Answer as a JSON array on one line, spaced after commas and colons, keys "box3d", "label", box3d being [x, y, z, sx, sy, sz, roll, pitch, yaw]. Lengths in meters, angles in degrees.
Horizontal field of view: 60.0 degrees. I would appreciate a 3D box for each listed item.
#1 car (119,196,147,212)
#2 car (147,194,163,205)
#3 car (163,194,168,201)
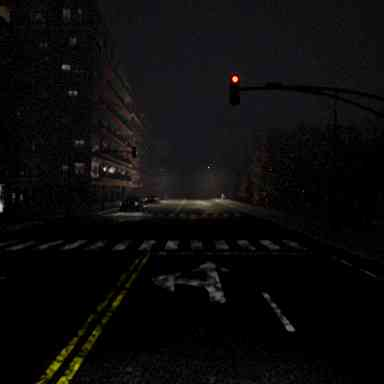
[{"box3d": [-6.616, 1.236, 36.621, 2.097, 1.767, 4.553, 0, 0, 0], "label": "car"}, {"box3d": [-6.678, 1.216, 56.377, 2.097, 1.767, 4.553, 0, 0, 0], "label": "car"}, {"box3d": [-6.742, 1.227, 76.564, 2.097, 1.767, 4.553, 0, 0, 0], "label": "car"}]
